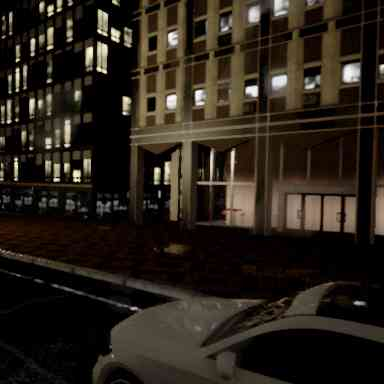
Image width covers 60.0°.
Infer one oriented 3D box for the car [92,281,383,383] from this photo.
[{"bbox_3d":[1.203,1.524,2.704,4.674,1.442,1.812,0,0,36],"label":"car"}]
